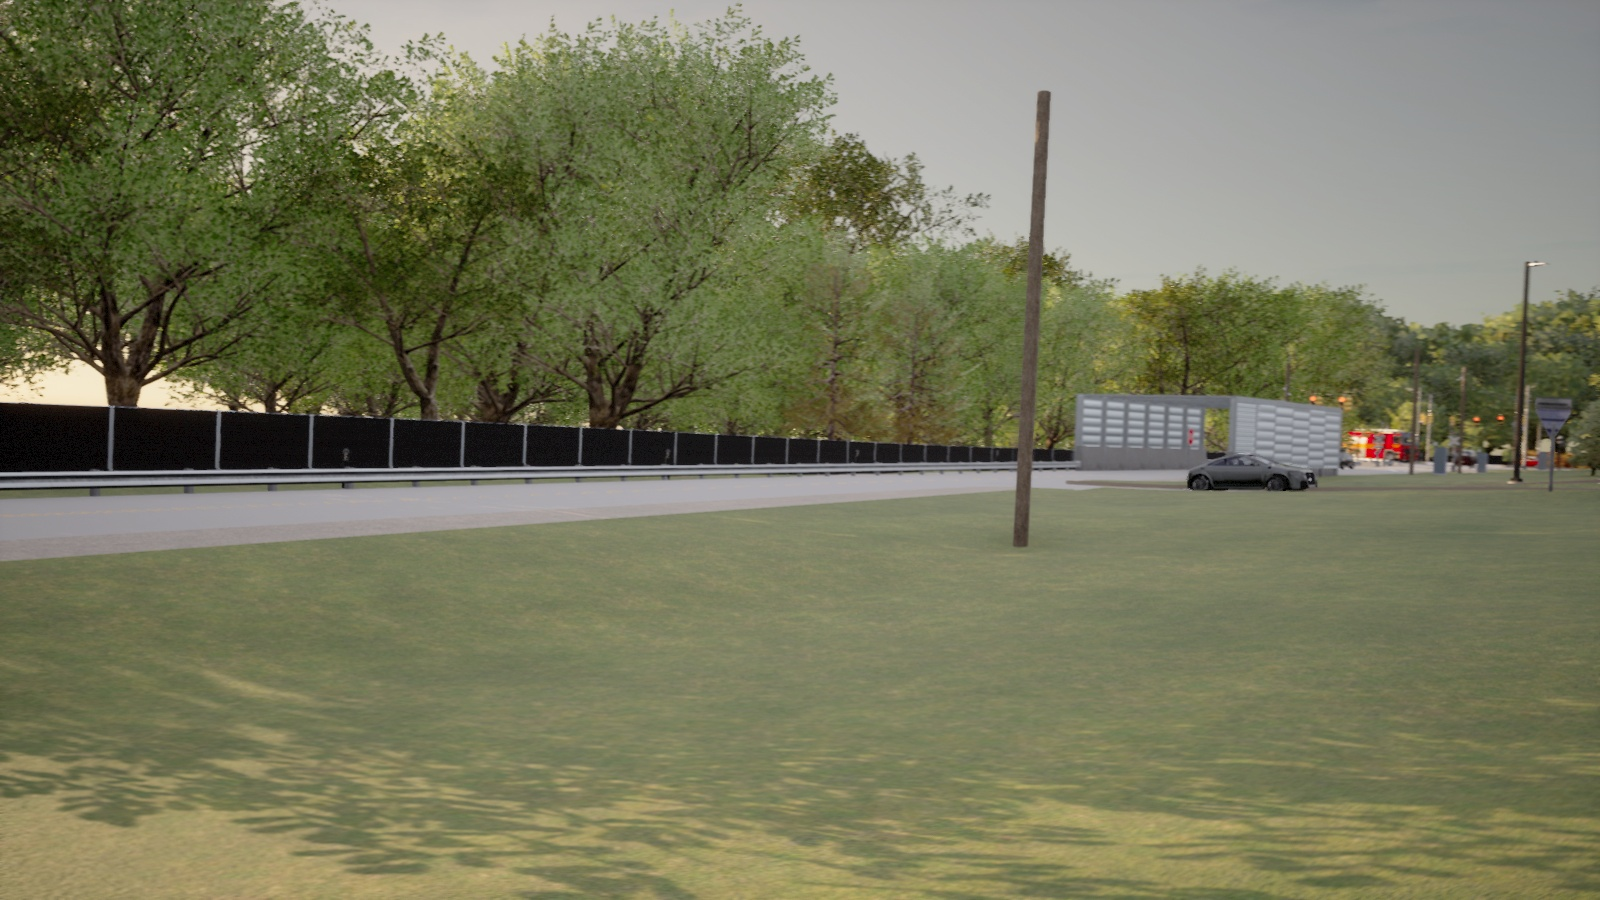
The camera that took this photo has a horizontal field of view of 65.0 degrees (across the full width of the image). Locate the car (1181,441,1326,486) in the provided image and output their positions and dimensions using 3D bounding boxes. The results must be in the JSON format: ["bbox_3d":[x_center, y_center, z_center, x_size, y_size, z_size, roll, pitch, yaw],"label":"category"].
[{"bbox_3d":[15.523,0.485,43.082,4.181,1.385,1.994,-2,0,41],"label":"car"}]
